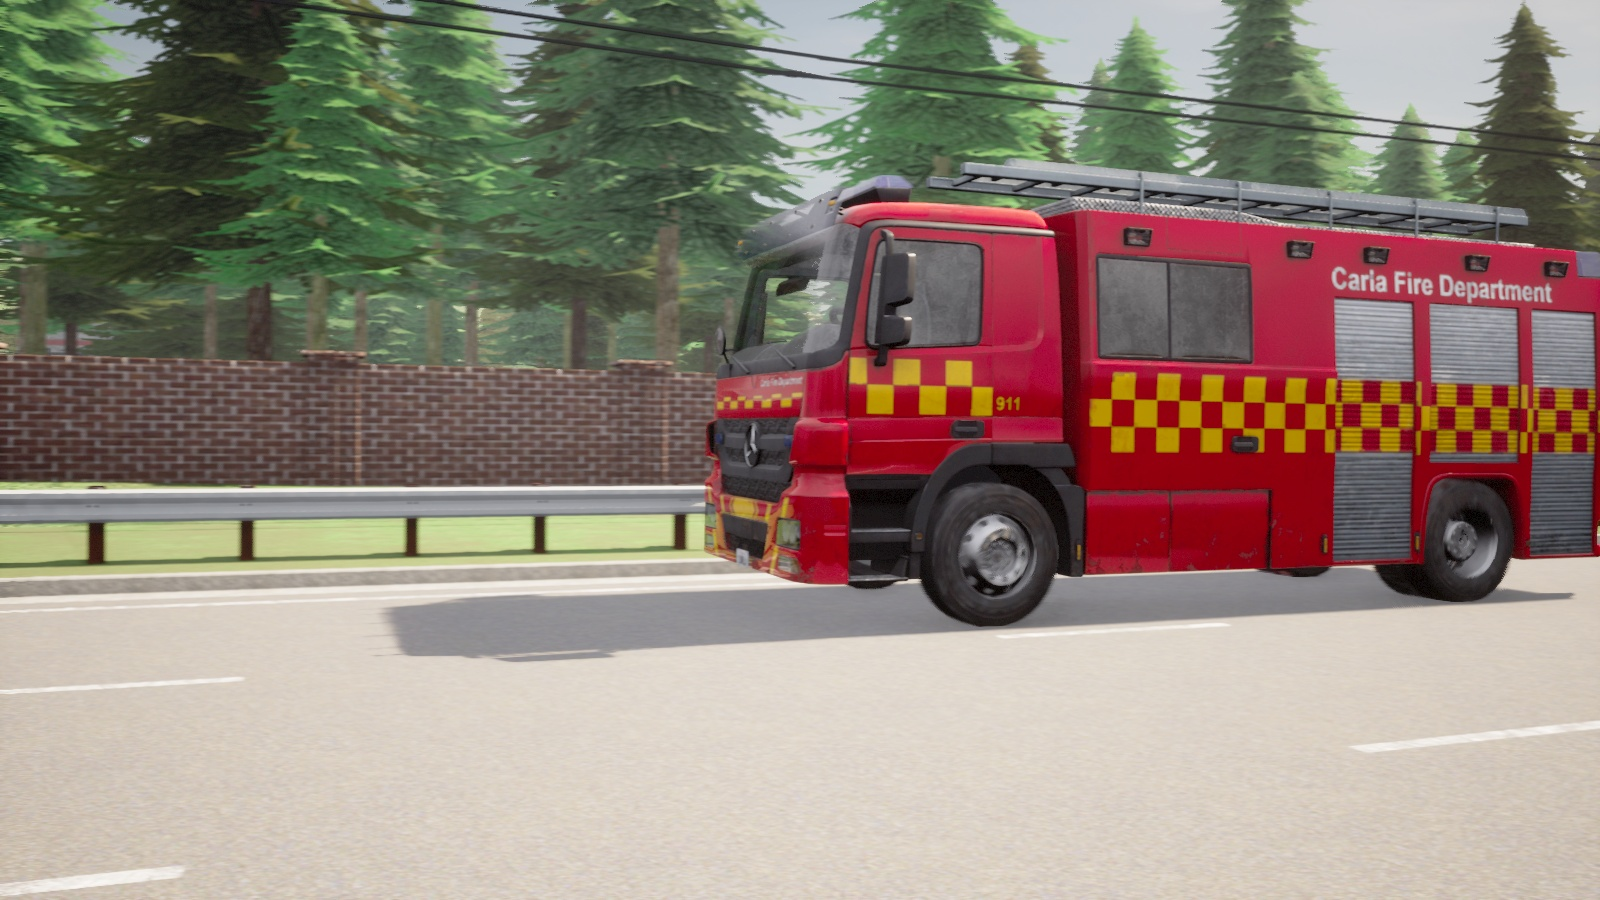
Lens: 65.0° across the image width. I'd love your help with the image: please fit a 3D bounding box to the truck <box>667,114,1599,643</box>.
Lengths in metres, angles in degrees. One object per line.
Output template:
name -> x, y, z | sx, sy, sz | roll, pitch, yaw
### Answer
truck -> 3.243, -0.597, 11.943 | 8.468, 3.827, 2.891 | -1, 1, -21
